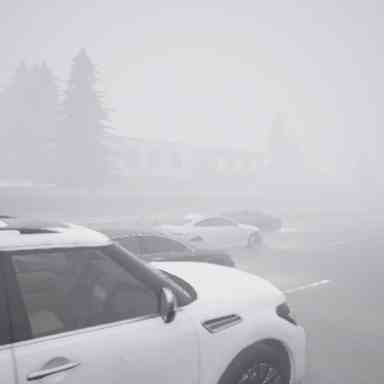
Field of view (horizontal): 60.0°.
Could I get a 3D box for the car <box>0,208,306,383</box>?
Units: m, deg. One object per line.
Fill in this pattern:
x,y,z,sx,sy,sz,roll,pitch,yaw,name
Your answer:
-1.475,1.223,2.693,5.566,2.045,2.150,0,0,-36,car

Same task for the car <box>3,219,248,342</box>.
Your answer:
-1.189,1.517,7.197,4.892,1.490,1.837,0,0,-36,car

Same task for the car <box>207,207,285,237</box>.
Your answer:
3.140,1.612,18.887,4.181,1.385,1.994,0,0,-36,car

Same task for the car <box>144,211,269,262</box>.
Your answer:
0.681,1.554,12.830,4.674,1.442,1.812,0,0,-36,car
